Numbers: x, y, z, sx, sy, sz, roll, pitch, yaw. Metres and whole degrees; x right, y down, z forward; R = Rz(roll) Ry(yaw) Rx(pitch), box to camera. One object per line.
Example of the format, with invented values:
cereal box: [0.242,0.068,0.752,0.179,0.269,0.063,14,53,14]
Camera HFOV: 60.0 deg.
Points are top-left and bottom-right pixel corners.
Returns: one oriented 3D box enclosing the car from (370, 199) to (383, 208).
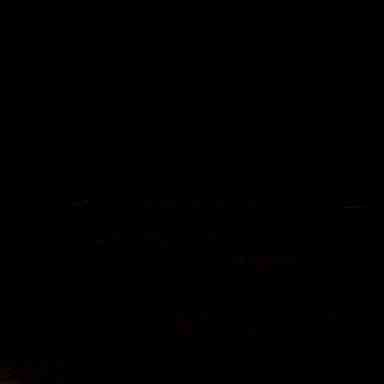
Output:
car: [34.002,1.987,58.485,4.902,1.511,2.128,1,0,-1]

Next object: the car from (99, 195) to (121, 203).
car: [-15.459,1.260,60.482,5.008,1.535,1.882,1,0,-29]
